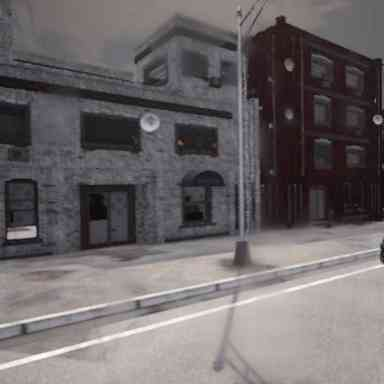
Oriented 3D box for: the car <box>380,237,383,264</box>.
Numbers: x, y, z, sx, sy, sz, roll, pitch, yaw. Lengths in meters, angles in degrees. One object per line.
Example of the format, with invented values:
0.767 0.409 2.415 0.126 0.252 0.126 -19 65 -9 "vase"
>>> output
7.570 1.219 9.389 5.566 2.045 2.150 0 0 -35 "car"
